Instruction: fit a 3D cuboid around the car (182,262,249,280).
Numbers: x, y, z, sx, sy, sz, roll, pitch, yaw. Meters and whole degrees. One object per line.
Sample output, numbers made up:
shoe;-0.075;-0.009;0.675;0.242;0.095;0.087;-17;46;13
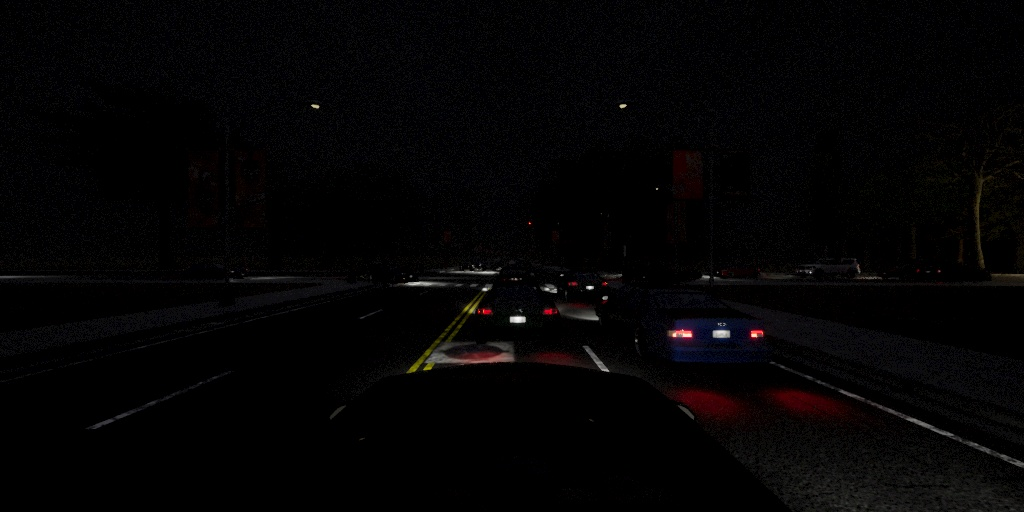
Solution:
car;-24.904;1.260;30.055;4.674;1.442;1.812;0;0;-1

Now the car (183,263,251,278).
car;-27.308;1.332;33.281;4.718;1.301;1.895;0;0;-1

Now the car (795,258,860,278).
car;32.688;1.231;37.161;5.566;2.045;2.150;0;0;0

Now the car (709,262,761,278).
car;23.246;1.521;37.109;4.181;1.385;1.994;0;0;-2

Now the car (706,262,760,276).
car;24.817;1.476;40.355;4.892;1.490;1.837;0;0;-1

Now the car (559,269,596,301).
car;3.363;1.340;17.512;1.994;1.385;4.181;0;0;0

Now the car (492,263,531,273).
car;0.105;1.284;18.525;1.837;1.490;4.892;0;0;0

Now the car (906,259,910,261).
car;45.939;1.328;40.456;5.566;2.045;2.150;0;0;0

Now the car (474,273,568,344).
car;0.110;1.321;9.619;1.994;1.385;4.181;0;0;0

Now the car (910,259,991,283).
car;37.483;1.379;30.500;4.553;1.767;2.097;0;0;0

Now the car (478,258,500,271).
car;-3.296;1.406;52.714;2.128;1.511;4.902;0;0;0

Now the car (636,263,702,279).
car;13.375;1.498;30.323;4.718;1.301;1.895;0;0;0

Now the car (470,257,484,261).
car;-6.530;1.194;62.014;2.150;2.045;5.566;0;0;0

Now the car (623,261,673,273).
car;12.900;1.392;33.571;4.902;1.511;2.128;0;0;0

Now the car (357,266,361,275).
car;-11.803;1.280;33.425;4.902;1.511;2.128;0;0;0

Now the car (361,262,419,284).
car;-9.328;1.357;28.017;4.181;1.385;1.994;0;0;29

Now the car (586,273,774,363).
car;3.356;1.303;8.269;2.033;1.411;5.357;0;0;0

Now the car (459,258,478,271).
car;-6.548;1.417;52.164;1.837;1.490;4.892;0;0;0

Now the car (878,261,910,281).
car;37.540;1.511;33.761;5.008;1.535;1.882;0;0;-1
